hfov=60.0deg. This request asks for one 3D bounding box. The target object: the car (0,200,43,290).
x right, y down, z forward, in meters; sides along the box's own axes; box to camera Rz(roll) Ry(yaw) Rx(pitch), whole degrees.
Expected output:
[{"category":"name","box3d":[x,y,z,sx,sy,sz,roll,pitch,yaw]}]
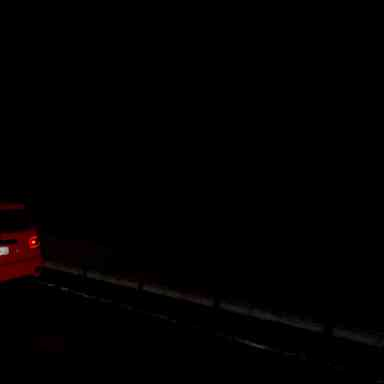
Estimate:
[{"category":"car","box3d":[-5.791,1.204,7.818,5.566,2.045,2.150,0,0,36]}]
